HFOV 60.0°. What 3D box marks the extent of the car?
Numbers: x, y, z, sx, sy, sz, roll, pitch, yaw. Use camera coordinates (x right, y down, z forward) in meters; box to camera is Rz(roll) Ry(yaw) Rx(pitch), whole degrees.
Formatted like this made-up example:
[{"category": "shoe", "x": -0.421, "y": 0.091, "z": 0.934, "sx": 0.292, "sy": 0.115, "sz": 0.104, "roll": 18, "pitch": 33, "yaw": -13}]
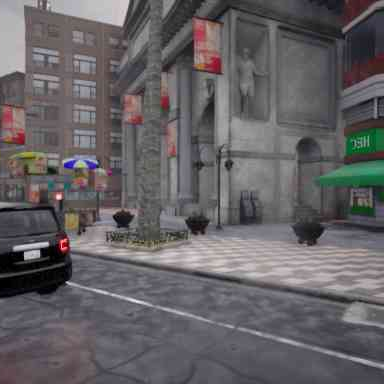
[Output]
[{"category": "car", "x": -5.042, "y": 1.221, "z": 7.538, "sx": 5.566, "sy": 2.045, "sz": 2.150, "roll": 0, "pitch": 0, "yaw": 36}]
